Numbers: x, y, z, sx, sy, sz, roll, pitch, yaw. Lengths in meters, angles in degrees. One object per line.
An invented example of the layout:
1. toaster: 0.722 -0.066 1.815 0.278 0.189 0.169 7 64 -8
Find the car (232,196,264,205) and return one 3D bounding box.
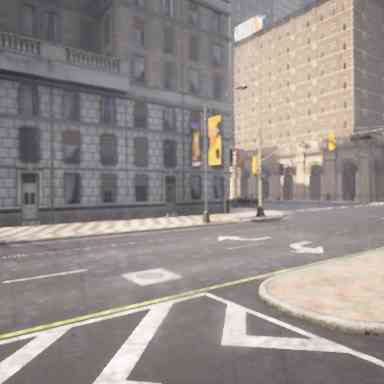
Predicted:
1. car: 7.909 1.180 46.986 1.895 1.301 4.718 -1 1 -36
